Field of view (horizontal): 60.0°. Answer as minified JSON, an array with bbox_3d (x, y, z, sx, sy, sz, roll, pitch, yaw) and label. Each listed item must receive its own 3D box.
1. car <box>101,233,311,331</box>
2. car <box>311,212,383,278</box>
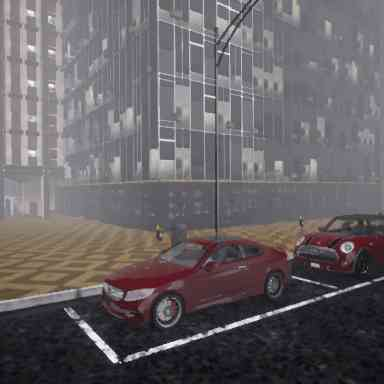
[{"bbox_3d":[0.294,1.581,6.778,4.206,1.307,1.802,0,-1,-35],"label":"car"},{"bbox_3d":[4.921,1.438,10.080,4.097,1.590,1.967,0,-1,-35],"label":"car"}]
